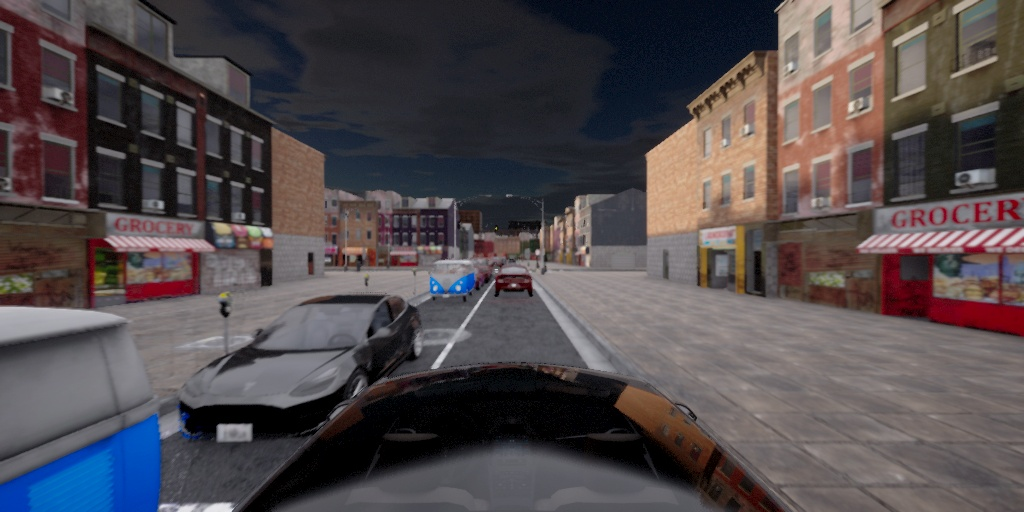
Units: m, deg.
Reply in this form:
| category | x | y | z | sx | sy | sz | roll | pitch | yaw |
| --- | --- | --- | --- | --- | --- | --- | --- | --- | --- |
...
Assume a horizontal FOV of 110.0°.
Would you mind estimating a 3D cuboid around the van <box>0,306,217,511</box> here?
| category | x | y | z | sx | sy | sz | roll | pitch | yaw |
| --- | --- | --- | --- | --- | --- | --- | --- | --- | --- |
| van | -2.638 | 1.093 | 0.165 | 1.690 | 1.789 | 3.998 | 0 | 0 | 0 |

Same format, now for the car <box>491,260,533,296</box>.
| category | x | y | z | sx | sy | sz | roll | pitch | yaw |
| --- | --- | --- | --- | --- | --- | --- | --- | --- | --- |
| car | 0.089 | 1.201 | 19.340 | 1.882 | 1.535 | 5.008 | 0 | 0 | 0 |

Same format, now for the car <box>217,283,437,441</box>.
| category | x | y | z | sx | sy | sz | roll | pitch | yaw |
| --- | --- | --- | --- | --- | --- | --- | --- | --- | --- |
| car | -2.640 | 1.309 | 5.599 | 1.948 | 1.339 | 4.313 | 0 | 0 | 0 |

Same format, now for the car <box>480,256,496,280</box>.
| category | x | y | z | sx | sy | sz | roll | pitch | yaw |
| --- | --- | --- | --- | --- | --- | --- | --- | --- | --- |
| car | -2.650 | 1.028 | 27.334 | 2.192 | 1.841 | 5.009 | 0 | 0 | 0 |

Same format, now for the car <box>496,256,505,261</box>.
| category | x | y | z | sx | sy | sz | roll | pitch | yaw |
| --- | --- | --- | --- | --- | --- | --- | --- | --- | --- |
| car | -2.665 | 1.005 | 59.177 | 2.192 | 1.841 | 5.009 | 0 | 0 | 0 |

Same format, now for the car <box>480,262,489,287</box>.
| category | x | y | z | sx | sy | sz | roll | pitch | yaw |
| --- | --- | --- | --- | --- | --- | --- | --- | --- | --- |
| car | -2.648 | 1.265 | 21.900 | 1.888 | 1.381 | 4.507 | 0 | 0 | 0 |

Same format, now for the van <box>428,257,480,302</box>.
| category | x | y | z | sx | sy | sz | roll | pitch | yaw |
| --- | --- | --- | --- | --- | --- | --- | --- | --- | --- |
| van | -2.645 | 1.068 | 16.466 | 1.690 | 1.789 | 3.998 | 0 | 0 | 0 |
